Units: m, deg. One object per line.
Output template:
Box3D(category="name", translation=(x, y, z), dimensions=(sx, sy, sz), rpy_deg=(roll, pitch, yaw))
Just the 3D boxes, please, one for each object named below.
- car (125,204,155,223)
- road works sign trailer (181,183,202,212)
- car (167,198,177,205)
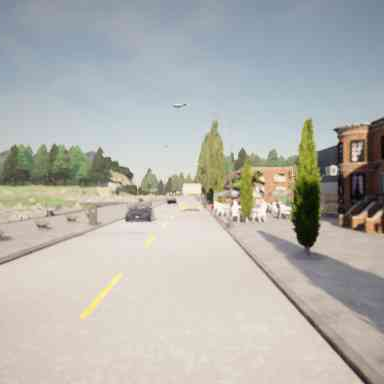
Box3D(category="car", translation=(-4.095, 1.687, 26.763), dimensions=(1.994, 1.385, 4.181), rpy_deg=(0, 0, 0))
Box3D(category="road works sign trailer", translation=(0.003, 0.656, 41.867), dimensions=(2.380, 3.560, 2.880), rpy_deg=(0, 0, 0))
Box3D(category="car", translation=(-3.996, 1.899, 67.391), dimensions=(1.895, 1.301, 4.718), rpy_deg=(0, 0, 0))
